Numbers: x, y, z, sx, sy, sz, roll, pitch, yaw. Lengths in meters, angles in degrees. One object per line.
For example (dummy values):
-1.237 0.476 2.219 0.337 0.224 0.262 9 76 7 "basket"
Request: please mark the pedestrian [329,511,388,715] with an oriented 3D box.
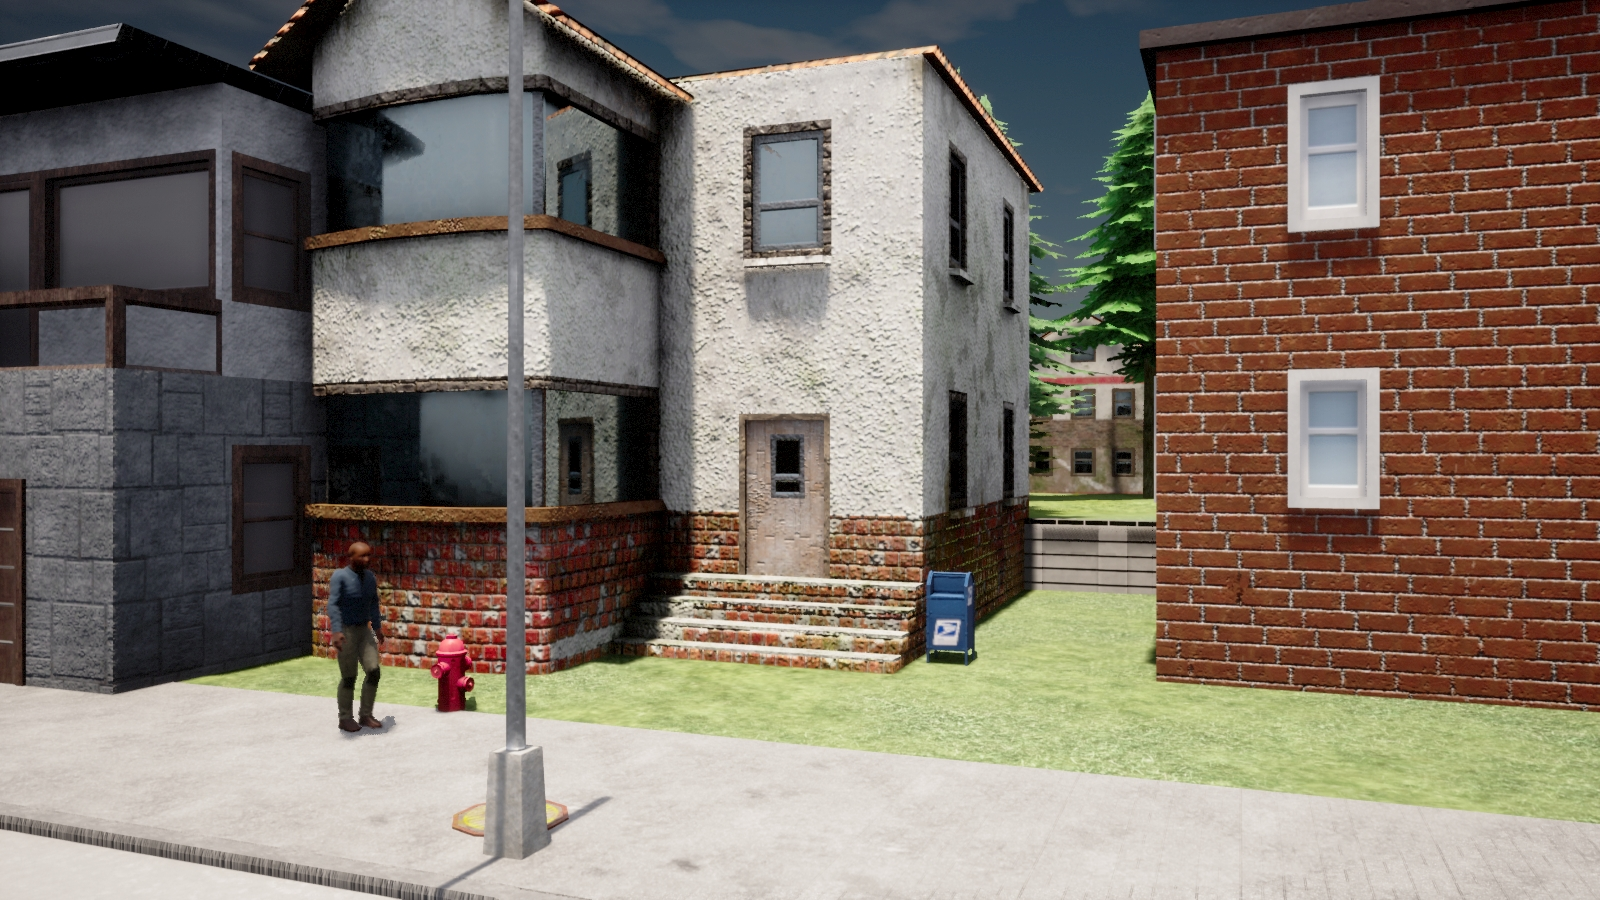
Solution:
-4.180 1.524 10.824 0.375 1.860 0.375 0 0 32 "pedestrian"
